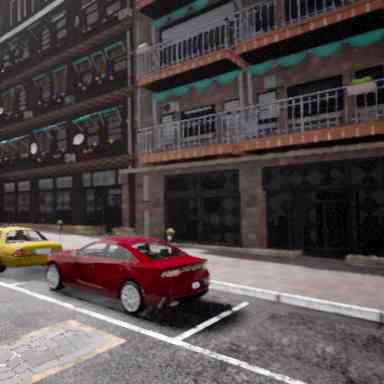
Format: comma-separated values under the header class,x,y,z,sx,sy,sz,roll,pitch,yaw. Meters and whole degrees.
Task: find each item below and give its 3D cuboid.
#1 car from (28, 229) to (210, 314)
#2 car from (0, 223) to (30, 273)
class,x,y,z,sx,sy,sz,roll,pitch,yaw
car,-1.711,1.710,7.853,4.507,1.381,1.887,-1,-3,37
car,-6.275,1.748,11.270,4.829,1.417,1.752,-1,-3,37
